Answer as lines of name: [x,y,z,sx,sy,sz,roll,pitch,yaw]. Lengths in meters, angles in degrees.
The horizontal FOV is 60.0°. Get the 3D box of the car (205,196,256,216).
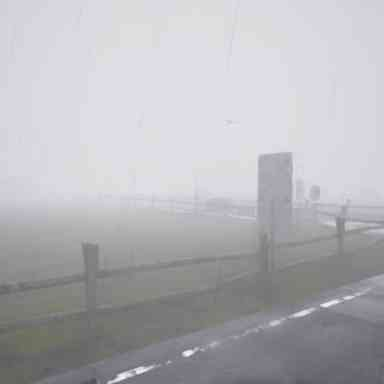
car: [3.155,1.108,27.959,1.882,1.535,5.008,1,1,-36]
